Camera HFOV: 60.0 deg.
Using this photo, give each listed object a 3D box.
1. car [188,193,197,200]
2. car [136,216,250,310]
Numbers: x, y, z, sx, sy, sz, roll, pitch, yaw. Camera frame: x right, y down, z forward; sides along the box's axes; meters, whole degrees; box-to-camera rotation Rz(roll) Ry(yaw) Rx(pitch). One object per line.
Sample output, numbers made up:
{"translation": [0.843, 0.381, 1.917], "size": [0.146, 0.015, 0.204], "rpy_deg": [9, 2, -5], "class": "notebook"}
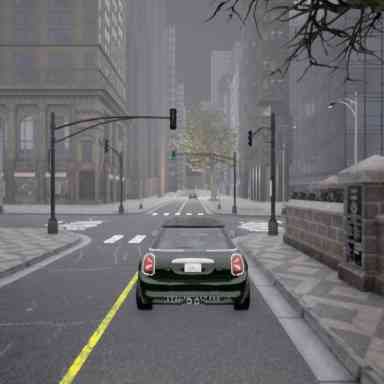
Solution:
{"translation": [0.214, 0.918, 81.219], "size": [2.097, 1.767, 4.553], "rpy_deg": [0, 1, 0], "class": "car"}
{"translation": [0.032, 1.350, 7.963], "size": [2.097, 1.767, 4.553], "rpy_deg": [0, 0, 0], "class": "car"}
